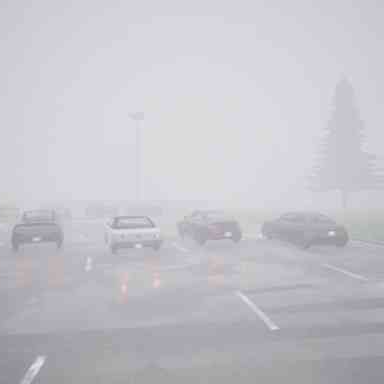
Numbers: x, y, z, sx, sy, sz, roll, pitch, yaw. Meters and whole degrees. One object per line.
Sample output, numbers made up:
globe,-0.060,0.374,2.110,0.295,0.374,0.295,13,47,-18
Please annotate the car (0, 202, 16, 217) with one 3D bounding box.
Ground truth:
car,-17.226,1.633,29.967,1.882,1.535,5.008,0,0,-45

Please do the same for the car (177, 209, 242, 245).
car,0.701,1.530,15.535,1.812,1.442,4.674,0,0,-19

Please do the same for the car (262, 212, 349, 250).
car,4.718,1.535,14.466,1.994,1.385,4.181,0,0,-16

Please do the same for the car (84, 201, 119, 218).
car,-8.502,1.613,31.290,1.812,1.442,4.674,0,0,-40

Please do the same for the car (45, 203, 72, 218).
car,-12.541,1.682,30.042,1.994,1.385,4.181,0,0,-43

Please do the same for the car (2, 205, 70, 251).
car,-6.708,1.554,14.738,2.128,1.511,4.902,0,0,-21

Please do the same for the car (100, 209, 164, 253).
car,-2.618,1.630,13.963,1.895,1.301,4.718,0,0,-19

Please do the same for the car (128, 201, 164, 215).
car,-4.489,1.581,31.935,1.812,1.442,4.674,0,0,-38
